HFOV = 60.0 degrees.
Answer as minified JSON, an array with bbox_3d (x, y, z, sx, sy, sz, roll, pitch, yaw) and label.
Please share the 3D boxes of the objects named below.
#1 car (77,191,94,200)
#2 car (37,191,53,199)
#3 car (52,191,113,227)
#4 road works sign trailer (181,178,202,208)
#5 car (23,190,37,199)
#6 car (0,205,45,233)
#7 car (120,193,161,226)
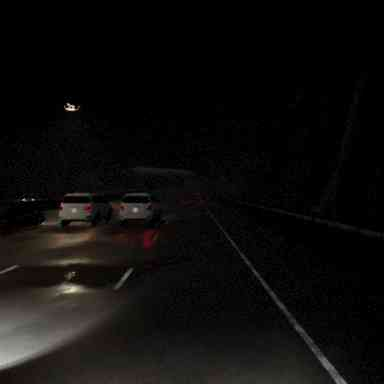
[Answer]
[{"bbox_3d":[-20.986,0.671,65.788,1.812,1.442,4.674,0,1,0],"label":"car"},{"bbox_3d":[-27.986,0.686,65.790,2.033,1.411,5.357,0,1,0],"label":"car"},{"bbox_3d":[-6.895,1.113,22.126,2.150,2.045,5.566,0,0,0],"label":"car"},{"bbox_3d":[-0.003,0.116,41.283,2.380,3.560,2.880,0,1,0],"label":"road works sign trailer"},{"bbox_3d":[-31.486,0.501,65.816,2.097,1.767,4.553,0,1,0],"label":"car"},{"bbox_3d":[-10.396,1.463,19.046,2.033,1.411,5.357,0,0,0],"label":"car"},{"bbox_3d":[-3.395,1.108,22.597,2.150,2.045,5.566,0,1,0],"label":"car"}]
